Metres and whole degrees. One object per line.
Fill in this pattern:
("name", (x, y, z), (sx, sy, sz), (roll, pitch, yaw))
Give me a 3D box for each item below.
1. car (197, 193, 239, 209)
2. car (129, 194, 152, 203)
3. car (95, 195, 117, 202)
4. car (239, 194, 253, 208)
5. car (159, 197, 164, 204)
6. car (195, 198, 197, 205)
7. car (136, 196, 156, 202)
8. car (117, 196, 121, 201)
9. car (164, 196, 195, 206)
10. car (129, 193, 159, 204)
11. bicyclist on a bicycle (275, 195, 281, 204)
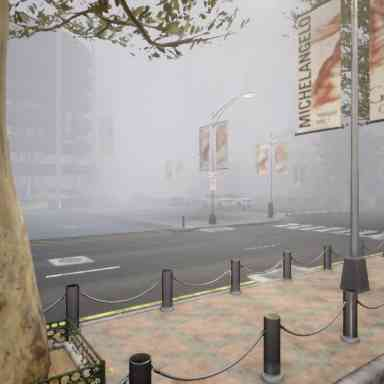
("car", (3.562, 1.221, 46.556), (2.150, 2.045, 5.566), (0, 0, -35))
("car", (-11.251, 1.355, 72.586), (4.553, 1.767, 2.097), (0, 0, 26))
("car", (-20.492, 1.450, 76.302), (4.892, 1.490, 1.837), (0, 0, 12))
("car", (6.417, 1.221, 48.580), (2.150, 2.045, 5.566), (0, 0, -35))
("car", (-5.776, 1.601, 63.976), (4.718, 1.301, 1.895), (0, 0, 43))
("car", (0.705, 1.601, 56.505), (1.895, 1.301, 4.718), (0, 0, -37))
("car", (-10.504, 1.552, 76.141), (4.181, 1.385, 1.994), (0, 0, 26))
("car", (-19.528, 1.418, 79.666), (5.008, 1.535, 1.882), (0, 0, 12))
("car", (-2.156, 1.505, 54.465), (1.837, 1.490, 4.892), (0, 0, -37))
("car", (-9.462, 1.222, 62.590), (5.566, 2.045, 2.150), (0, 0, 39))
("bicyclist on a bicycle", (15.726, 1.300, 60.483), (1.656, 1.620, 0.582), (0, 0, -36))
